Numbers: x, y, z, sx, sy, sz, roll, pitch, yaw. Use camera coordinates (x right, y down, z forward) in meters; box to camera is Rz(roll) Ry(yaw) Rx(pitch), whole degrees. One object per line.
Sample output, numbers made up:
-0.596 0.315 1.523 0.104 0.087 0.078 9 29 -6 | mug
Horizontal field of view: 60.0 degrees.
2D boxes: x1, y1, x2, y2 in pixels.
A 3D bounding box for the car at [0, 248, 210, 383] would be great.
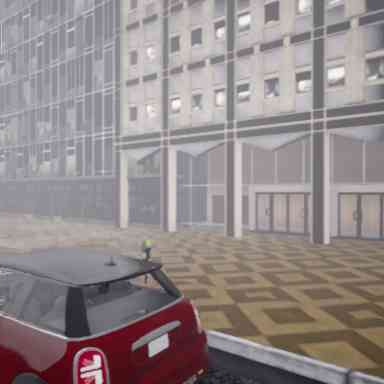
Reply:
-1.890 1.449 4.217 4.097 1.590 1.967 0 0 36 | car
